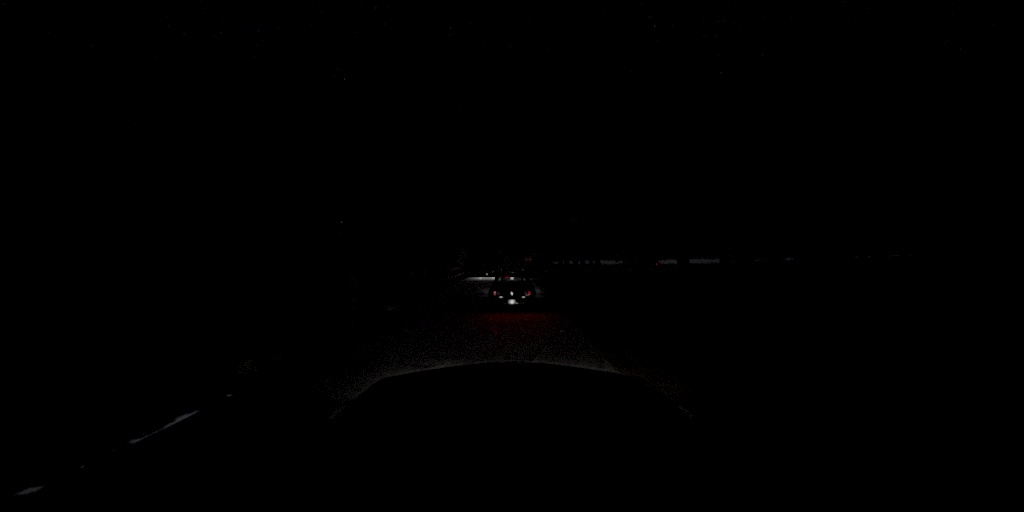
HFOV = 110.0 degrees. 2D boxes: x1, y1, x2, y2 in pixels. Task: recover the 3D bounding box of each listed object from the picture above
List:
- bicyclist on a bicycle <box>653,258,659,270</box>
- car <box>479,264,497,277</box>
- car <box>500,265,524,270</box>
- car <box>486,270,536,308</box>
[{"bbox_3d":[19.905,1.161,49.594,0.582,1.620,1.656,-1,-1,0],"label":"bicyclist on a bicycle"},{"bbox_3d":[-2.743,1.647,41.630,2.033,1.411,5.357,0,0,0],"label":"car"},{"bbox_3d":[0.010,1.524,31.166,1.837,1.490,4.892,0,0,0],"label":"car"},{"bbox_3d":[0.004,1.484,15.983,1.895,1.301,4.718,0,0,0],"label":"car"}]
